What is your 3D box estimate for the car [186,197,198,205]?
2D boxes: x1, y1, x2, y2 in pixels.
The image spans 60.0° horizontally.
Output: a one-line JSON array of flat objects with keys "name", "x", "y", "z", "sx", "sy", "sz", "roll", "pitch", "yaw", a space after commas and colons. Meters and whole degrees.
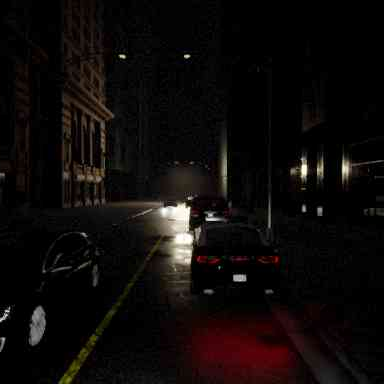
[{"name": "car", "x": 0.057, "y": 1.565, "z": 59.869, "sx": 2.033, "sy": 1.411, "sz": 5.357, "roll": 0, "pitch": 0, "yaw": 0}]

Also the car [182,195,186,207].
[{"name": "car", "x": 0.057, "y": 1.509, "z": 46.180, "sx": 2.128, "sy": 1.511, "sz": 4.902, "roll": 0, "pitch": 0, "yaw": 0}]

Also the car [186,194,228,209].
[{"name": "car", "x": 0.917, "y": 1.230, "z": 18.796, "sx": 2.150, "sy": 2.045, "sz": 5.566, "roll": 0, "pitch": 0, "yaw": 0}]

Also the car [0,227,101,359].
[{"name": "car", "x": -3.097, "y": 1.504, "z": 6.199, "sx": 1.837, "sy": 1.490, "sz": 4.892, "roll": 0, "pitch": 0, "yaw": 0}]

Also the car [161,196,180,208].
[{"name": "car", "x": -3.054, "y": 1.618, "z": 47.415, "sx": 1.895, "sy": 1.301, "sz": 4.718, "roll": 0, "pitch": 0, "yaw": 0}]

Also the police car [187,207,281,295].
[{"name": "police car", "x": 0.906, "y": 1.425, "z": 8.876, "sx": 1.930, "sy": 1.638, "sz": 5.238, "roll": 0, "pitch": 0, "yaw": 0}]

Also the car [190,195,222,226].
[{"name": "car", "x": 0.922, "y": 1.234, "z": 24.797, "sx": 2.150, "sy": 2.045, "sz": 5.566, "roll": 0, "pitch": 0, "yaw": 0}]
